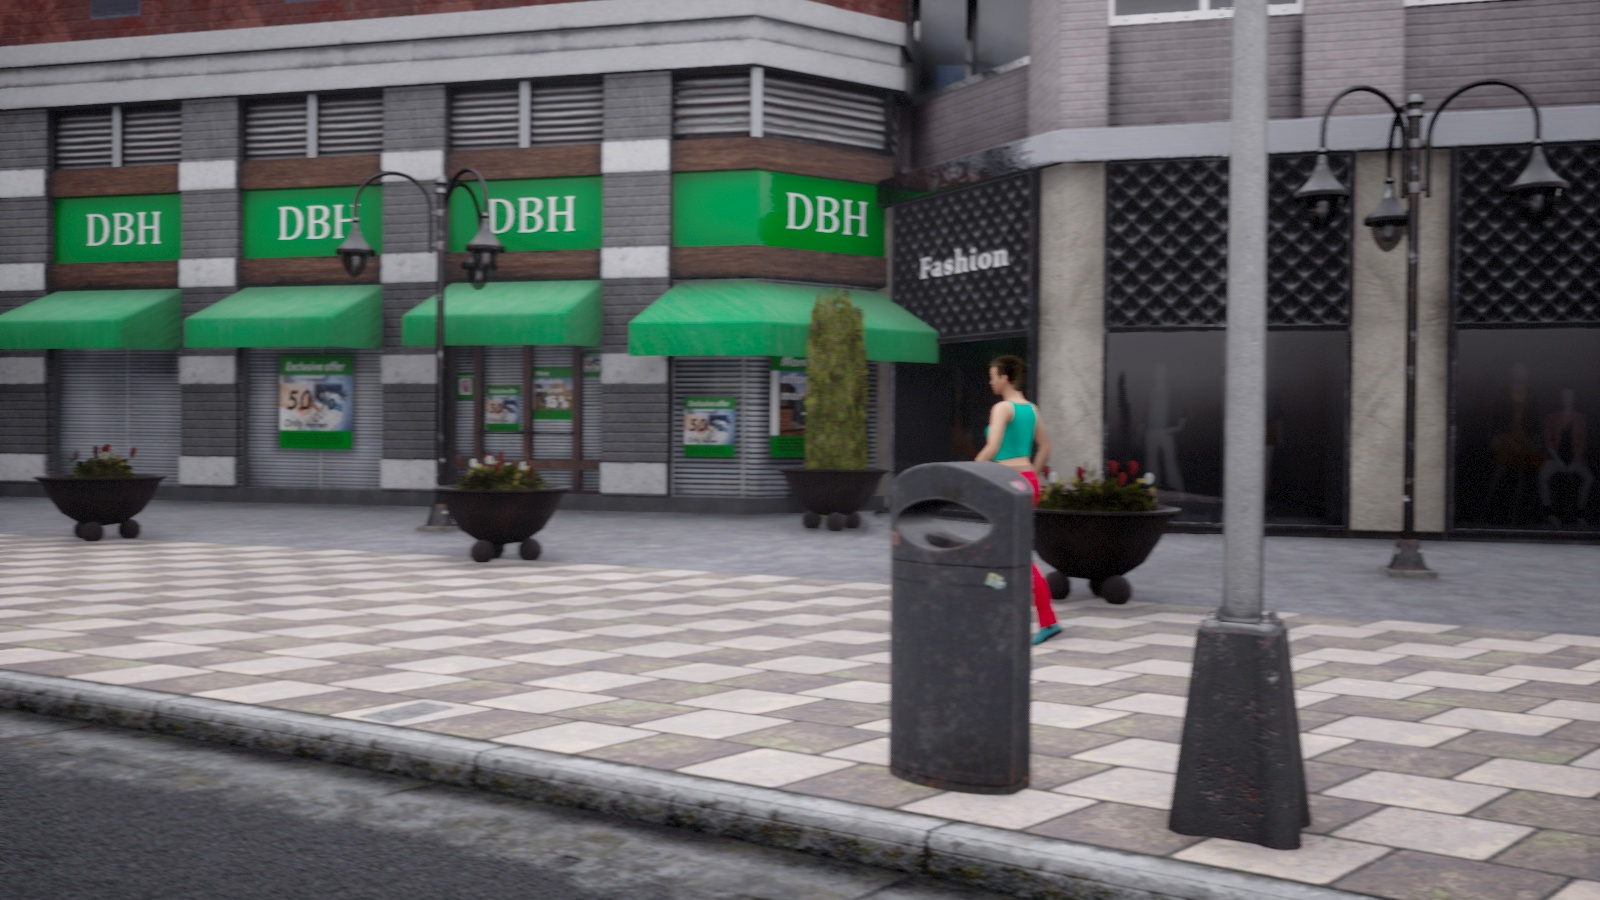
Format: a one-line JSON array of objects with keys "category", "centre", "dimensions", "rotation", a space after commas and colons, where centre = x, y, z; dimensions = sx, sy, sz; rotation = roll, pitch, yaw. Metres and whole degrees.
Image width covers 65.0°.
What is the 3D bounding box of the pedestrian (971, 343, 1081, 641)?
[{"category": "pedestrian", "centre": [1.450, 0.258, 8.062], "dimensions": [0.594, 1.836, 0.345], "rotation": [0, 1, 40]}]
